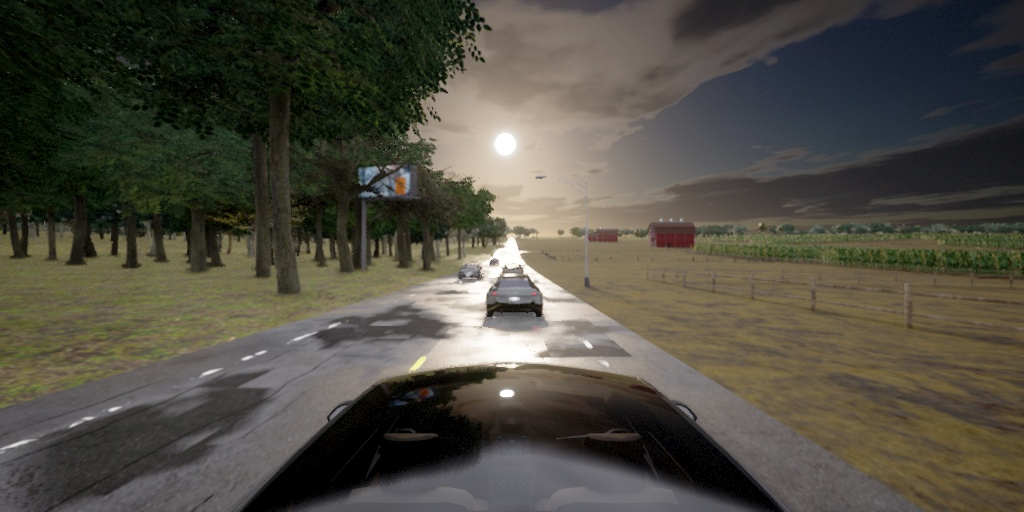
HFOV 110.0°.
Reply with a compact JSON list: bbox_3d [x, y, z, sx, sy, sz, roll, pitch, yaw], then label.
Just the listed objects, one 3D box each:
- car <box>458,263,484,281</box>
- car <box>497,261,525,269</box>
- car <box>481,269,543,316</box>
[{"bbox_3d":[-3.625,1.354,32.225,2.128,1.511,4.902,0,0,0],"label":"car"},{"bbox_3d":[0.069,1.352,31.273,2.128,1.511,4.902,0,0,0],"label":"car"},{"bbox_3d":[0.081,1.376,13.672,1.994,1.385,4.181,0,0,0],"label":"car"}]
